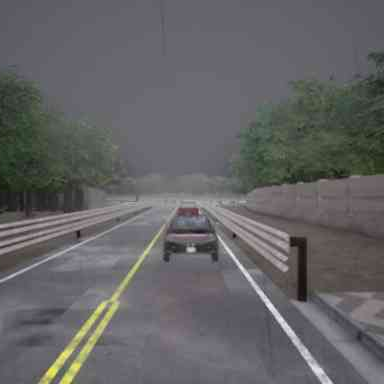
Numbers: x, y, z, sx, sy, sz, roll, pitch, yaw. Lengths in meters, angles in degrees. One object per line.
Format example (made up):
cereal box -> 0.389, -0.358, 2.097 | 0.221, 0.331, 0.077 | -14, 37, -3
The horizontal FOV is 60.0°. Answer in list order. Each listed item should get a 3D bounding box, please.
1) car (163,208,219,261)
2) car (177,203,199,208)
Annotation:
car -> -0.064, 1.583, 12.722 | 2.128, 1.511, 4.902 | 0, 0, -1
car -> -0.346, 1.695, 30.168 | 1.882, 1.535, 5.008 | 0, 0, -1
